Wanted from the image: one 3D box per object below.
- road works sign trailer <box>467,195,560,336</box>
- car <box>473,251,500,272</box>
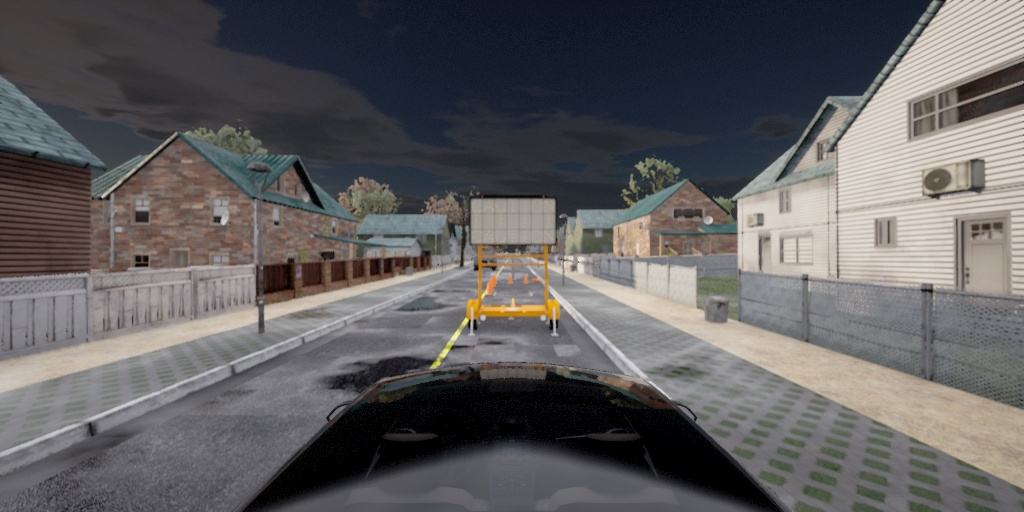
[{"bbox_3d":[0.032,0.115,10.022,2.380,3.560,2.880,0,0,0],"label":"road works sign trailer"},{"bbox_3d":[-2.726,0.538,37.382,2.150,2.045,5.566,0,1,0],"label":"car"}]
